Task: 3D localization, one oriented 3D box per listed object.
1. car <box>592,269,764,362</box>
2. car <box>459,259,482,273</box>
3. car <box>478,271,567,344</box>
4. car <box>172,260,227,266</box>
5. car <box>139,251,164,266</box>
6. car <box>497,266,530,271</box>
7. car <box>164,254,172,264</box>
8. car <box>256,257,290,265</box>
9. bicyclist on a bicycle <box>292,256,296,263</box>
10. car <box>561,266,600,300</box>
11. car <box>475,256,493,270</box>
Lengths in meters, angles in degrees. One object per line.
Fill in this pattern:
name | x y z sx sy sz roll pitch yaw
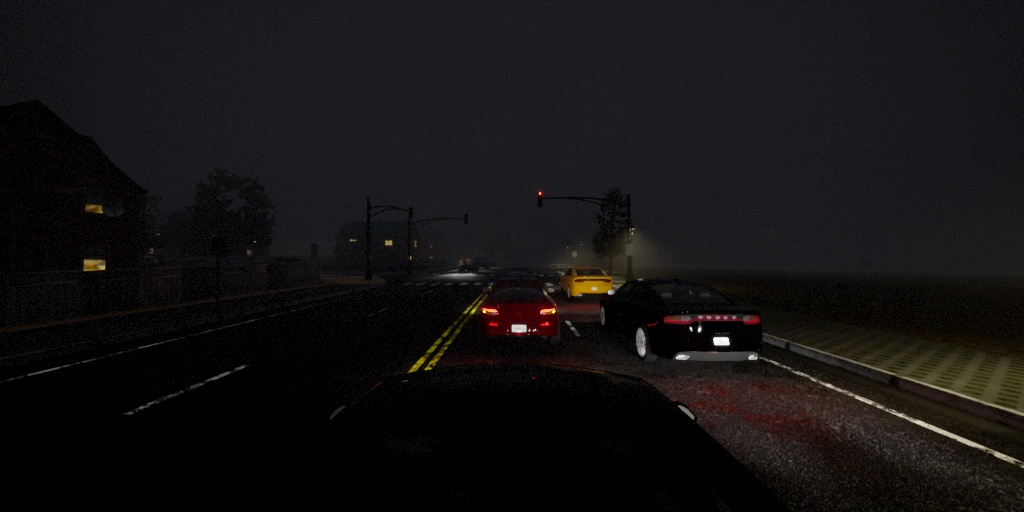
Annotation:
car | 3.408 1.231 8.273 1.882 1.535 5.008 0 0 0
car | -5.432 1.417 45.594 1.895 1.301 4.718 0 0 3
car | 0.169 1.280 9.449 1.812 1.442 4.674 0 0 1
car | -30.821 0.875 35.676 4.718 1.301 1.895 1 -1 16
car | -40.898 0.331 38.498 5.566 2.045 2.150 1 -1 16
car | 0.295 1.289 18.556 1.812 1.442 4.674 0 0 0
car | -41.959 0.493 41.839 4.553 1.767 2.097 1 -1 16
car | -21.036 0.910 32.954 5.008 1.535 1.882 1 -1 16
bicyclist on a bicycle | -24.220 0.779 39.930 0.582 1.620 1.656 1 -1 16
car | 3.545 1.239 17.740 1.882 1.535 5.008 0 0 1
car | -4.843 1.062 56.031 2.150 2.045 5.566 0 0 4
